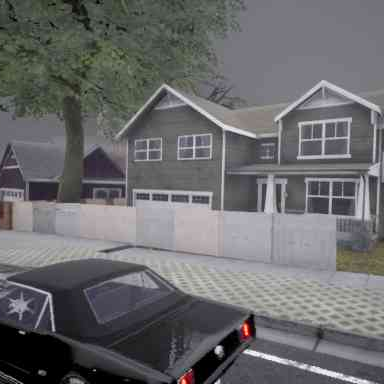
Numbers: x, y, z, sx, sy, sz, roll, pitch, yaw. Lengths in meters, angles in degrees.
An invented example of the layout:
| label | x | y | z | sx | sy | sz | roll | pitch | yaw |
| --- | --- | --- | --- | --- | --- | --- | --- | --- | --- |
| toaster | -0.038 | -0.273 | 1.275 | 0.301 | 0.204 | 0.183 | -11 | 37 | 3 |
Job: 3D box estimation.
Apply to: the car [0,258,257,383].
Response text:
| label | x | y | z | sx | sy | sz | roll | pitch | yaw |
| --- | --- | --- | --- | --- | --- | --- | --- | --- | --- |
| car | -1.691 | 1.600 | 4.397 | 4.718 | 1.301 | 1.895 | 0 | 0 | 31 |
